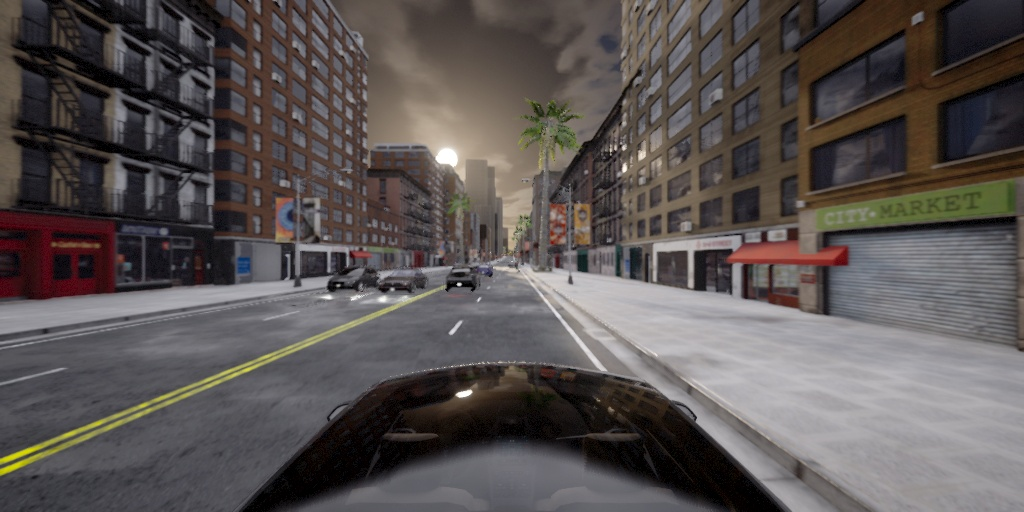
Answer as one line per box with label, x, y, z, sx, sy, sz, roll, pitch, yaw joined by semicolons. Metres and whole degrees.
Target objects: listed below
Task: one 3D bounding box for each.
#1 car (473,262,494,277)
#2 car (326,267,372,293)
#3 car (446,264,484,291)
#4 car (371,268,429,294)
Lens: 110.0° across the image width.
car;-3.152;1.646;41.477;1.812;1.442;4.674;0;-1;0
car;-9.850;1.448;22.760;1.837;1.490;4.892;0;-1;0
car;-3.152;1.458;23.838;1.837;1.490;4.892;0;-1;0
car;-6.602;1.488;22.440;2.033;1.411;5.357;0;-1;0
